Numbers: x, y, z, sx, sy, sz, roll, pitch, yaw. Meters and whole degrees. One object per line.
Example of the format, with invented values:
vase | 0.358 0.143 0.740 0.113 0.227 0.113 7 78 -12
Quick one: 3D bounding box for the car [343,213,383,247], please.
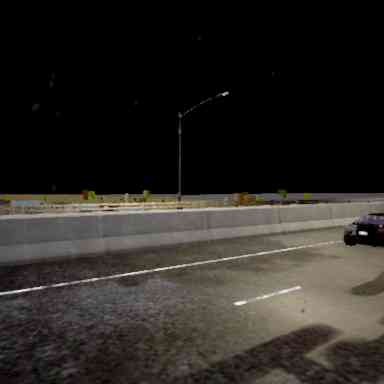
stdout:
car | 8.269 1.570 14.067 4.181 1.385 1.994 0 0 -35
